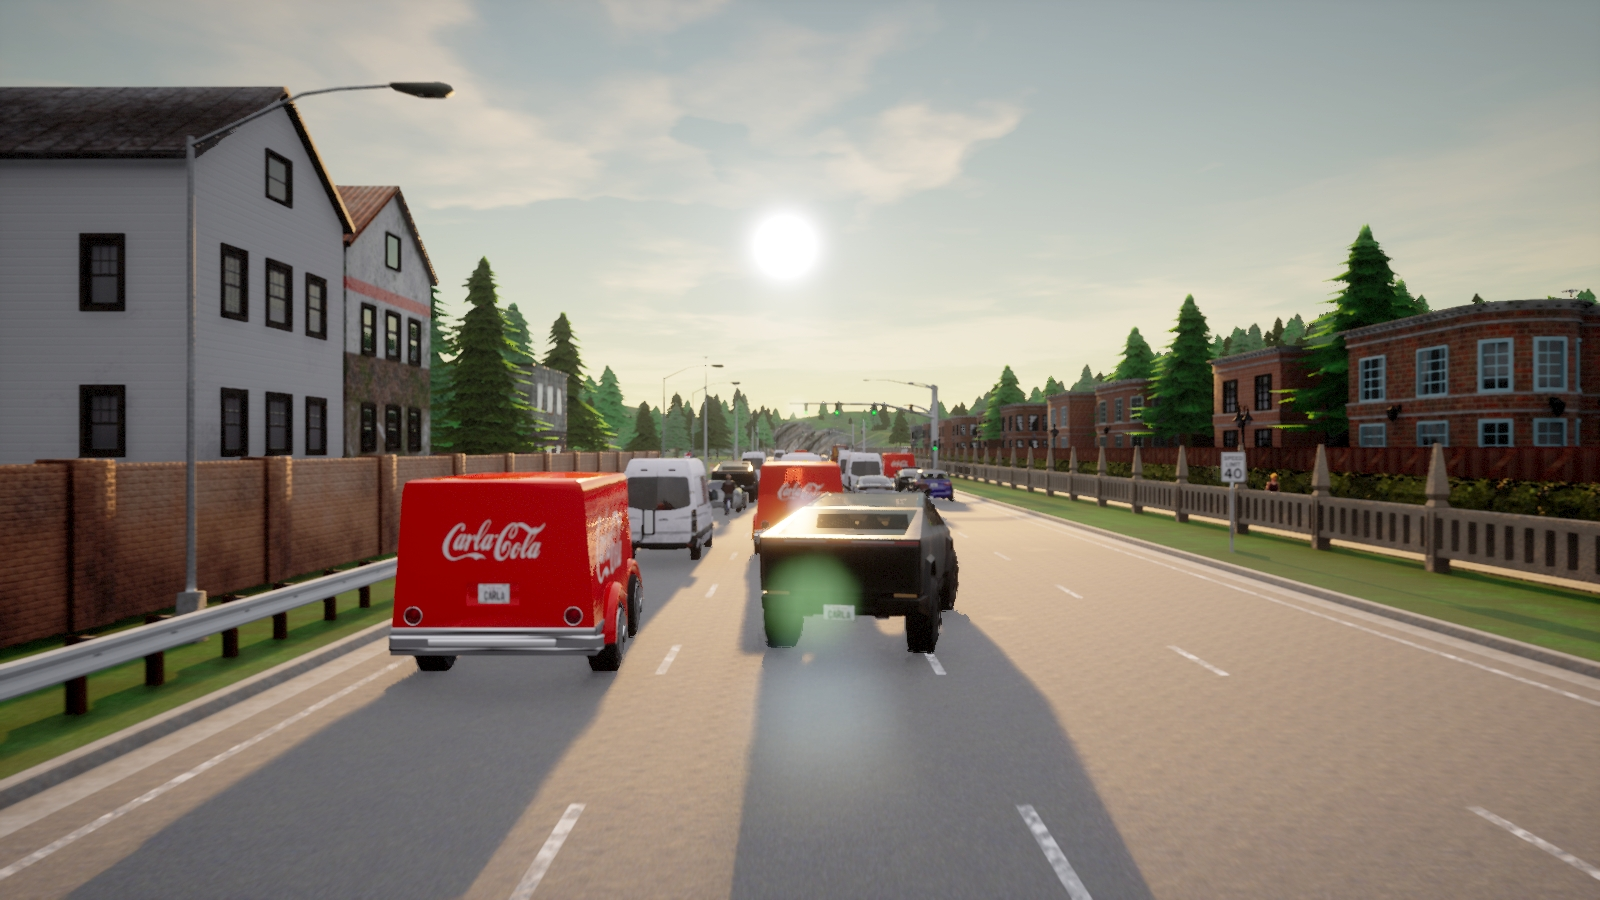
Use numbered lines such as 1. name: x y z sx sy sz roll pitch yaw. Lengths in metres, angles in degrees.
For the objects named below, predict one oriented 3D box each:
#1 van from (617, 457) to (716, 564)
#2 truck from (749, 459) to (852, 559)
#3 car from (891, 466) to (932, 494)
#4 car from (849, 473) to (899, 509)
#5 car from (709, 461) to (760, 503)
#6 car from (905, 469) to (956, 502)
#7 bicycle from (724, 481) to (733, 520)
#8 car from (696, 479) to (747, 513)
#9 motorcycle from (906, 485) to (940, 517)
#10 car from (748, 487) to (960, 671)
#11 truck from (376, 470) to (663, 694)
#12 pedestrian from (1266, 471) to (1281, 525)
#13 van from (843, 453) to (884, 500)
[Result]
1. van: -3.483 1.493 30.858 1.988 2.561 5.915 0 0 0
2. truck: 0.021 1.532 31.709 2.627 2.467 5.204 0 1 0
3. car: 7.048 1.889 72.513 2.097 1.638 5.238 0 0 0
4. car: 3.537 1.962 55.322 2.097 1.535 5.006 0 0 0
5. car: -3.458 1.674 61.361 2.390 2.098 6.274 0 0 0
6. car: 7.041 1.888 62.008 2.242 1.667 4.611 0 0 0
7. bicycle: -2.855 2.001 45.492 0.329 1.471 1.835 0 0 -5
8. car: -3.509 2.051 51.926 1.994 1.385 4.181 0 0 0
9. motorcycle: 5.205 2.142 48.507 0.867 1.251 2.209 0 0 -10
10. car: 1.094 1.729 17.686 2.390 2.098 6.274 0 0 11
11. truck: -3.490 1.542 15.545 2.627 2.467 5.204 0 0 0
12. pedestrian: 16.424 1.649 39.604 0.375 1.860 0.375 0 0 0
13. van: 3.564 1.450 64.971 1.988 2.561 5.915 0 0 0
